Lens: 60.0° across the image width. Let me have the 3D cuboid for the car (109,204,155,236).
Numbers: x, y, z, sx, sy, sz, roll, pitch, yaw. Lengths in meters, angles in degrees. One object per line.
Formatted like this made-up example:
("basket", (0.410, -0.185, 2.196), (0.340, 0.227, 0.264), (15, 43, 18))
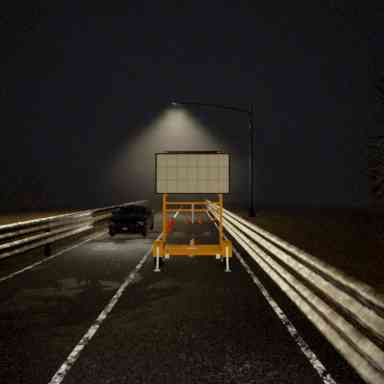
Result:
("car", (-3.227, 1.485, 18.492), (1.882, 1.535, 5.008), (0, 0, 0))

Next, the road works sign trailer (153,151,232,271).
("road works sign trailer", (0.024, 0.468, 10.860), (2.380, 3.560, 2.880), (0, 0, 0))
